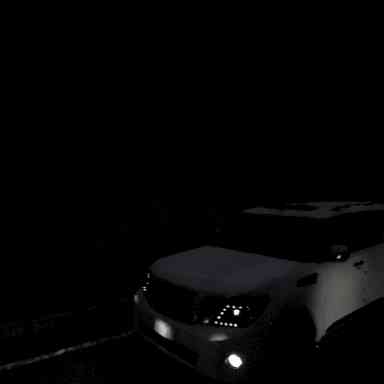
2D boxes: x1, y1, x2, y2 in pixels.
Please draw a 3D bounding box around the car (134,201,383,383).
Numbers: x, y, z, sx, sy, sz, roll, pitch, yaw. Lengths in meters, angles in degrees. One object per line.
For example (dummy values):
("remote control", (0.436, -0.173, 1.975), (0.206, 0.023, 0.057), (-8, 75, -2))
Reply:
("car", (1.793, 1.218, 5.599), (5.566, 2.045, 2.150), (0, 0, -39))
